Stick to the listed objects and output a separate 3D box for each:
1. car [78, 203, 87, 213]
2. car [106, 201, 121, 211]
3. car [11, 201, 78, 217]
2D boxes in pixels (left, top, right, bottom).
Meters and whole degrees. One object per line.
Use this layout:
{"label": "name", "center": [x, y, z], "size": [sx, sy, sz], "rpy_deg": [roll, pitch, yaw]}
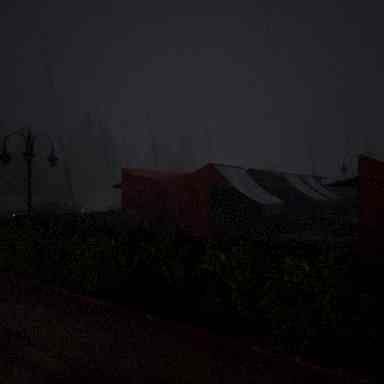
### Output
{"label": "car", "center": [-12.720, 1.619, 33.372], "size": [1.994, 1.385, 4.181], "rpy_deg": [0, 0, 36]}
{"label": "car", "center": [-6.862, 1.533, 35.493], "size": [1.882, 1.535, 5.008], "rpy_deg": [0, 0, 36]}
{"label": "car", "center": [-12.437, 1.560, 27.804], "size": [1.837, 1.490, 4.892], "rpy_deg": [0, 0, 36]}
